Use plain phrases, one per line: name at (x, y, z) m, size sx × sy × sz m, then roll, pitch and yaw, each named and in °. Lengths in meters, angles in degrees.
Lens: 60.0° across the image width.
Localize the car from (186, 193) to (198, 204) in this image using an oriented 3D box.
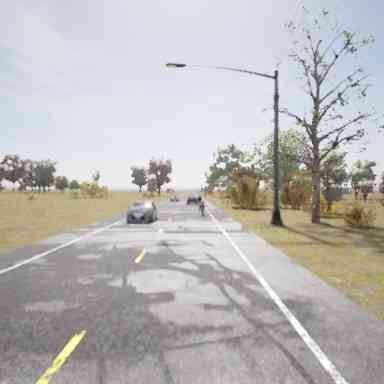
car at (0.066, 1.282, 56.650) m, size 1.837 × 1.490 × 4.892 m, roll 0°, pitch 1°, yaw 0°

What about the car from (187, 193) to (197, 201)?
car at (0.003, 1.058, 75.023) m, size 2.097 × 1.767 × 4.553 m, roll 0°, pitch 0°, yaw 0°

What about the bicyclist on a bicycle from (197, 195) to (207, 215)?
bicyclist on a bicycle at (0.982, 1.314, 30.522) m, size 0.866 × 1.612 × 1.509 m, roll 0°, pitch 0°, yaw 0°

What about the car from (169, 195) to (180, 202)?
car at (-3.503, 1.329, 66.721) m, size 1.895 × 1.301 × 4.718 m, roll 0°, pitch 0°, yaw 0°

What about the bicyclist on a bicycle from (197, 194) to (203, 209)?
bicyclist on a bicycle at (0.964, 1.206, 41.084) m, size 0.659 × 1.776 × 1.843 m, roll 0°, pitch 0°, yaw 0°

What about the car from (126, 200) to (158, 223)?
car at (-3.596, 1.392, 24.606) m, size 2.128 × 1.511 × 4.902 m, roll 0°, pitch 0°, yaw 0°
